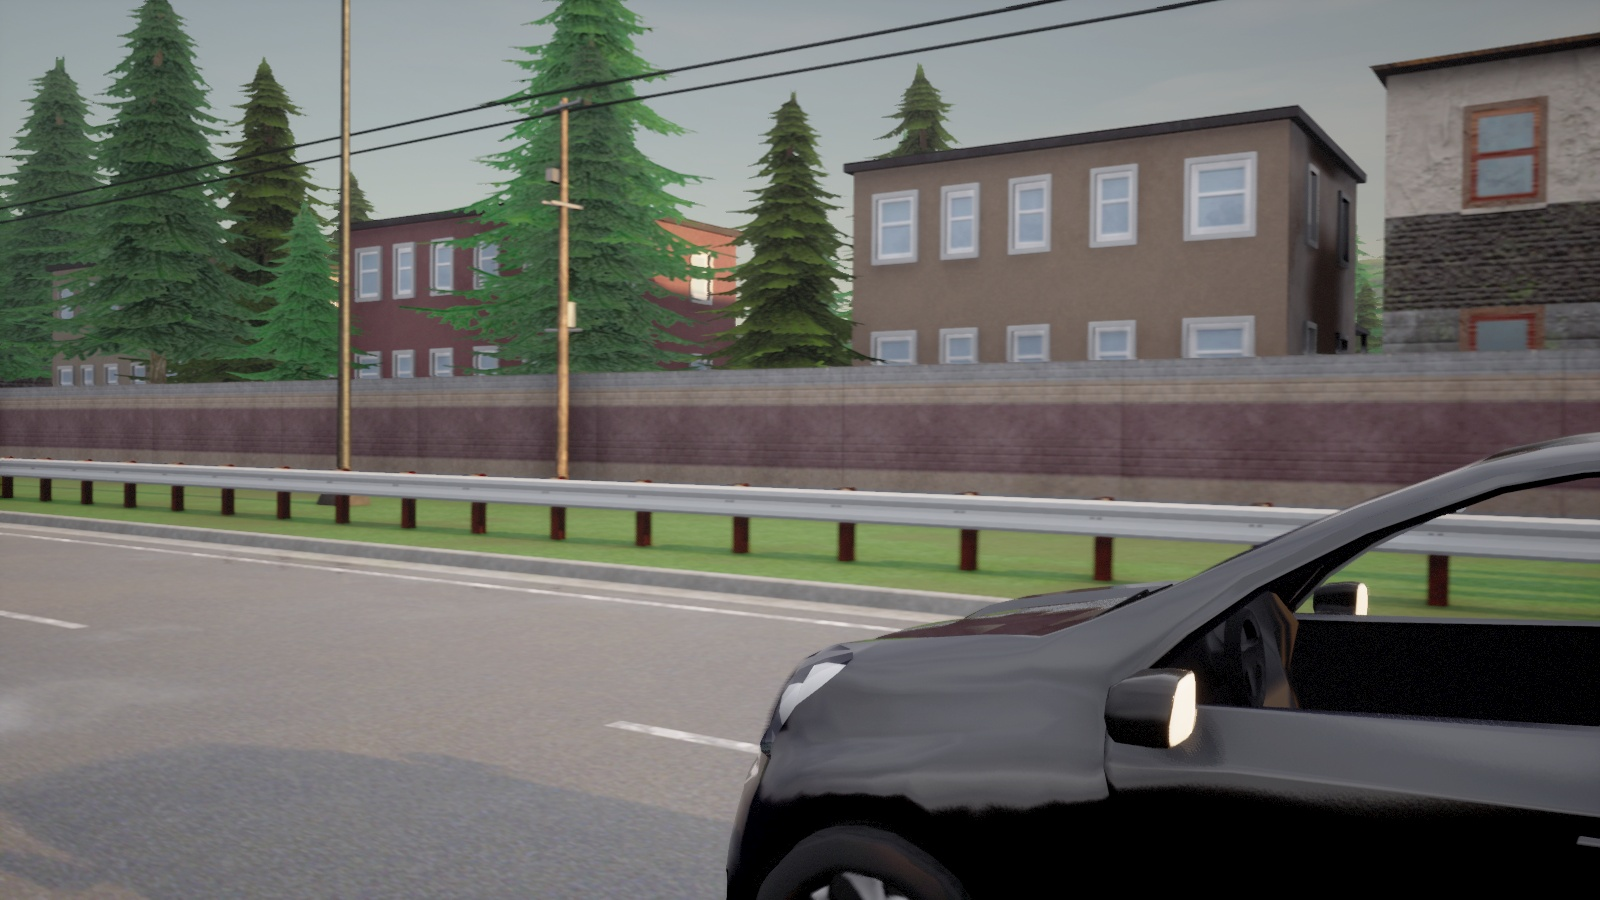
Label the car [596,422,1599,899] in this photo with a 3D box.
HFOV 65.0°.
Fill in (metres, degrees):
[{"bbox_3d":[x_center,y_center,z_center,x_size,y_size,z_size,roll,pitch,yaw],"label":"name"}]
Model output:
[{"bbox_3d":[1.574,0.696,2.578,3.633,1.501,1.845,0,1,34],"label":"car"}]
